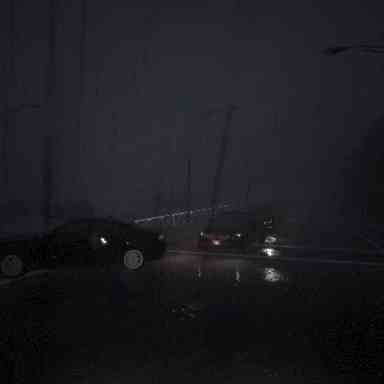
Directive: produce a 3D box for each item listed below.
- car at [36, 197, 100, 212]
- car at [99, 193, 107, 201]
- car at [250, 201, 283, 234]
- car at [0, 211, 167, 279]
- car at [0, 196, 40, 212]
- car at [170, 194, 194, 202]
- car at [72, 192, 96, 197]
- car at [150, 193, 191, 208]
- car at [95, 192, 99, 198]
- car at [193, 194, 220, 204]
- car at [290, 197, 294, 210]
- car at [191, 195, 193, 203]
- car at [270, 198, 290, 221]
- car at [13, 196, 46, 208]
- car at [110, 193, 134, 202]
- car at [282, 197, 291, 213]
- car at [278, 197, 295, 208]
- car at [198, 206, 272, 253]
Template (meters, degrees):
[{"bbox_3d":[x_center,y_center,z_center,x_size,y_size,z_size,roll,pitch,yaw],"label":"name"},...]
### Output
[{"bbox_3d":[-9.006,1.356,24.201,3.633,1.501,1.845,0,0,19],"label":"car"},{"bbox_3d":[-20.131,1.014,70.946,3.866,1.878,1.905,0,0,19],"label":"car"},{"bbox_3d":[3.984,1.490,19.282,1.837,1.490,4.892,0,0,19],"label":"car"},{"bbox_3d":[-3.271,1.475,9.857,5.008,1.535,1.882,0,0,-15],"label":"car"},{"bbox_3d":[-15.079,1.356,29.404,3.806,1.475,1.970,0,0,19],"label":"car"},{"bbox_3d":[-2.024,1.258,68.675,4.514,1.523,2.007,0,0,19],"label":"car"},{"bbox_3d":[-18.401,1.249,53.739,4.514,1.523,2.007,0,0,19],"label":"car"},{"bbox_3d":[-2.917,1.074,41.759,4.605,1.855,1.932,0,0,19],"label":"car"},{"bbox_3d":[-21.776,1.298,67.993,3.806,1.475,1.970,0,0,19],"label":"car"},{"bbox_3d":[1.727,1.126,56.763,5.027,1.636,2.152,0,0,19],"label":"car"},{"bbox_3d":[9.830,1.544,36.525,1.994,1.385,4.181,0,0,19],"label":"car"},{"bbox_3d":[-2.376,1.053,44.644,3.866,1.878,1.905,0,0,19],"label":"car"},{"bbox_3d":[5.901,1.475,24.927,2.128,1.511,4.902,0,0,19],"label":"car"},{"bbox_3d":[-21.645,1.273,44.288,3.633,1.501,1.845,0,0,19],"label":"car"},{"bbox_3d":[-13.732,1.046,65.310,4.605,1.855,1.932,0,0,19],"label":"car"},{"bbox_3d":[7.785,1.487,30.488,1.837,1.490,4.892,0,0,19],"label":"car"},{"bbox_3d":[13.596,1.468,47.653,2.128,1.511,4.902,0,0,19],"label":"car"},{"bbox_3d":[1.832,1.514,13.876,1.812,1.442,4.674,0,0,24],"label":"car"}]
